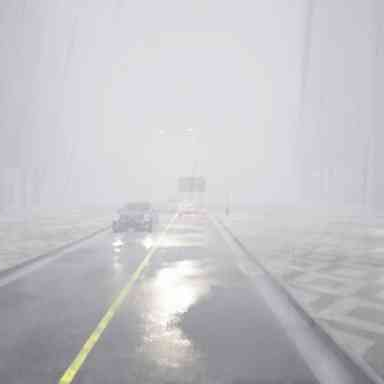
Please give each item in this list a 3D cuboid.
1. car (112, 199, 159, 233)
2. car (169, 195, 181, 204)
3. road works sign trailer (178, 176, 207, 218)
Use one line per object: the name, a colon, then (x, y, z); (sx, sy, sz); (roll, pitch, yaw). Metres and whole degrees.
car: (-3.096, 1.304, 19.001); (2.097, 1.767, 4.553); (0, 0, 0)
car: (-3.030, 1.337, 60.805); (1.882, 1.535, 5.008); (0, 0, 1)
road works sign trailer: (0.003, 0.393, 29.028); (2.380, 3.560, 2.880); (0, 0, 0)
